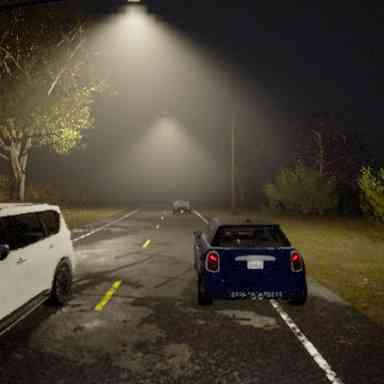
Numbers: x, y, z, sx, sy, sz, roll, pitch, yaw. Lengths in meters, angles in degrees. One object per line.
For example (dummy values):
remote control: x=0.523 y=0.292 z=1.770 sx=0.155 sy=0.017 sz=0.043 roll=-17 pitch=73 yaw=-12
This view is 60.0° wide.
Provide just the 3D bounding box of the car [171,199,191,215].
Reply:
car: x=-1.098 y=1.641 z=35.000 sx=1.895 sy=1.301 sz=4.718 roll=0 pitch=0 yaw=-3

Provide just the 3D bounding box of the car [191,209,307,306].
car: x=1.132 y=1.369 z=8.267 sx=2.097 sy=1.767 sz=4.553 roll=0 pitch=0 yaw=-1

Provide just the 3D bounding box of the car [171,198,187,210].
car: x=-1.830 y=1.607 z=45.266 sx=1.994 sy=1.385 sz=4.181 roll=0 pitch=0 yaw=-5

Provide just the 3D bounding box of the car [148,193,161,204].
car: x=-7.107 y=1.254 z=63.731 sx=2.150 sy=2.045 sz=5.566 roll=0 pitch=0 yaw=-6

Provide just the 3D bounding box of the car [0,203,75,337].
car: x=-3.577 y=1.234 z=5.032 sx=2.150 sy=2.045 sz=5.566 roll=0 pitch=0 yaw=-1
